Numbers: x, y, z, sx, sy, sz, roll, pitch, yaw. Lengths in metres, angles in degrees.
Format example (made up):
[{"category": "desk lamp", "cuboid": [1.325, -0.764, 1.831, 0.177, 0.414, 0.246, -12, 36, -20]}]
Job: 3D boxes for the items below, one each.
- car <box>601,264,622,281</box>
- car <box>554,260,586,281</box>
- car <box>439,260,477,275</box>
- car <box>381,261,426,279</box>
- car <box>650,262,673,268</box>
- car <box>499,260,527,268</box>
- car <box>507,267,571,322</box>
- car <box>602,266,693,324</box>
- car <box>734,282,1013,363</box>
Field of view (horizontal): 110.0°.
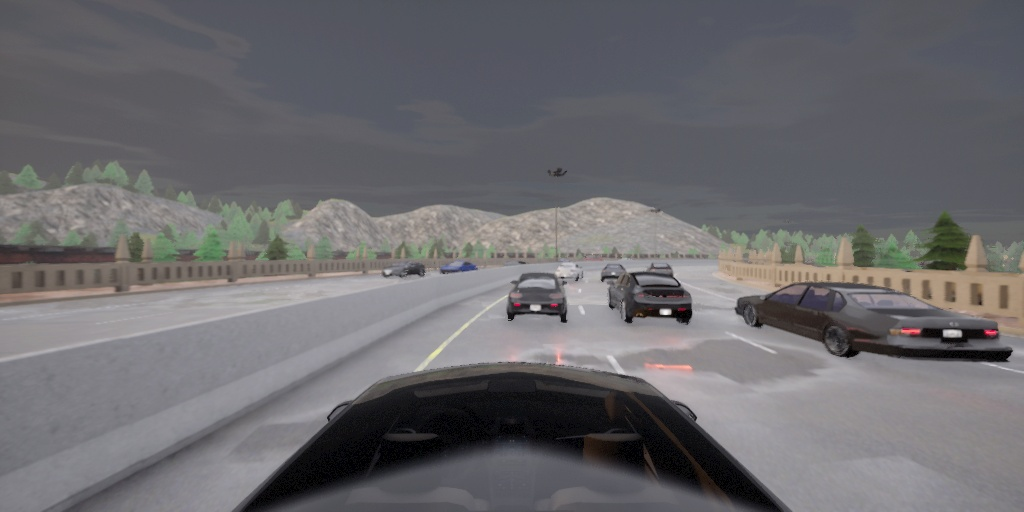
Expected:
[{"category": "car", "cuboid": [8.444, 1.315, 29.567, 1.994, 1.385, 4.181, 0, 0, 18]}, {"category": "car", "cuboid": [4.733, 1.261, 29.545, 1.812, 1.442, 4.674, 0, 0, 17]}, {"category": "car", "cuboid": [-5.031, 1.166, 33.955, 1.882, 1.535, 5.008, 0, 0, 19]}, {"category": "car", "cuboid": [-9.436, 1.164, 31.558, 2.128, 1.511, 4.902, 0, 0, 17]}, {"category": "car", "cuboid": [12.027, 1.258, 29.271, 2.128, 1.511, 4.902, 0, 0, 19]}, {"category": "car", "cuboid": [0.196, 1.211, 38.058, 1.837, 1.490, 4.892, 0, 0, 22]}, {"category": "car", "cuboid": [0.913, 1.267, 12.264, 1.812, 1.442, 4.674, 0, 0, 6]}, {"category": "car", "cuboid": [4.420, 1.261, 12.091, 1.837, 1.490, 4.892, 0, 0, 6]}, {"category": "car", "cuboid": [7.467, 1.321, 8.398, 2.033, 1.411, 5.357, 0, 0, 5]}]
